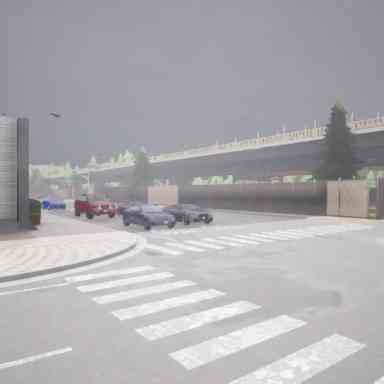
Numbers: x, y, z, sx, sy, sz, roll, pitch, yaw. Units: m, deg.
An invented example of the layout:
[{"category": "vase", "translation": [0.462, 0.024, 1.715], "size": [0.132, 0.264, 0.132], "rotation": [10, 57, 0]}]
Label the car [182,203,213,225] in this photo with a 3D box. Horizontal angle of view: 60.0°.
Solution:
[{"category": "car", "translation": [-0.393, 1.508, 23.441], "size": [1.994, 1.385, 4.181], "rotation": [0, 0, -36]}]

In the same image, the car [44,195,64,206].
[{"category": "car", "translation": [-22.958, 1.349, 55.198], "size": [2.097, 1.767, 4.553], "rotation": [0, 0, -36]}]

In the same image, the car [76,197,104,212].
[{"category": "car", "translation": [-12.417, 1.444, 40.278], "size": [1.837, 1.490, 4.892], "rotation": [0, 1, -35]}]

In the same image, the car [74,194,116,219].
[{"category": "car", "translation": [-8.466, 1.165, 28.721], "size": [2.150, 2.045, 5.566], "rotation": [0, 0, -35]}]

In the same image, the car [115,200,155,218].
[{"category": "car", "translation": [-5.262, 1.508, 30.267], "size": [1.994, 1.385, 4.181], "rotation": [0, 0, -35]}]

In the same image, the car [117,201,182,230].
[{"category": "car", "translation": [-2.825, 1.470, 20.831], "size": [1.812, 1.442, 4.674], "rotation": [0, 0, -35]}]

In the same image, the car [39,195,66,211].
[{"category": "car", "translation": [-16.769, 1.422, 40.355], "size": [1.882, 1.535, 5.008], "rotation": [0, 0, -35]}]

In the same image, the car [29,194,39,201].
[{"category": "car", "translation": [-25.788, 1.464, 53.139], "size": [1.882, 1.535, 5.008], "rotation": [0, 0, -36]}]
